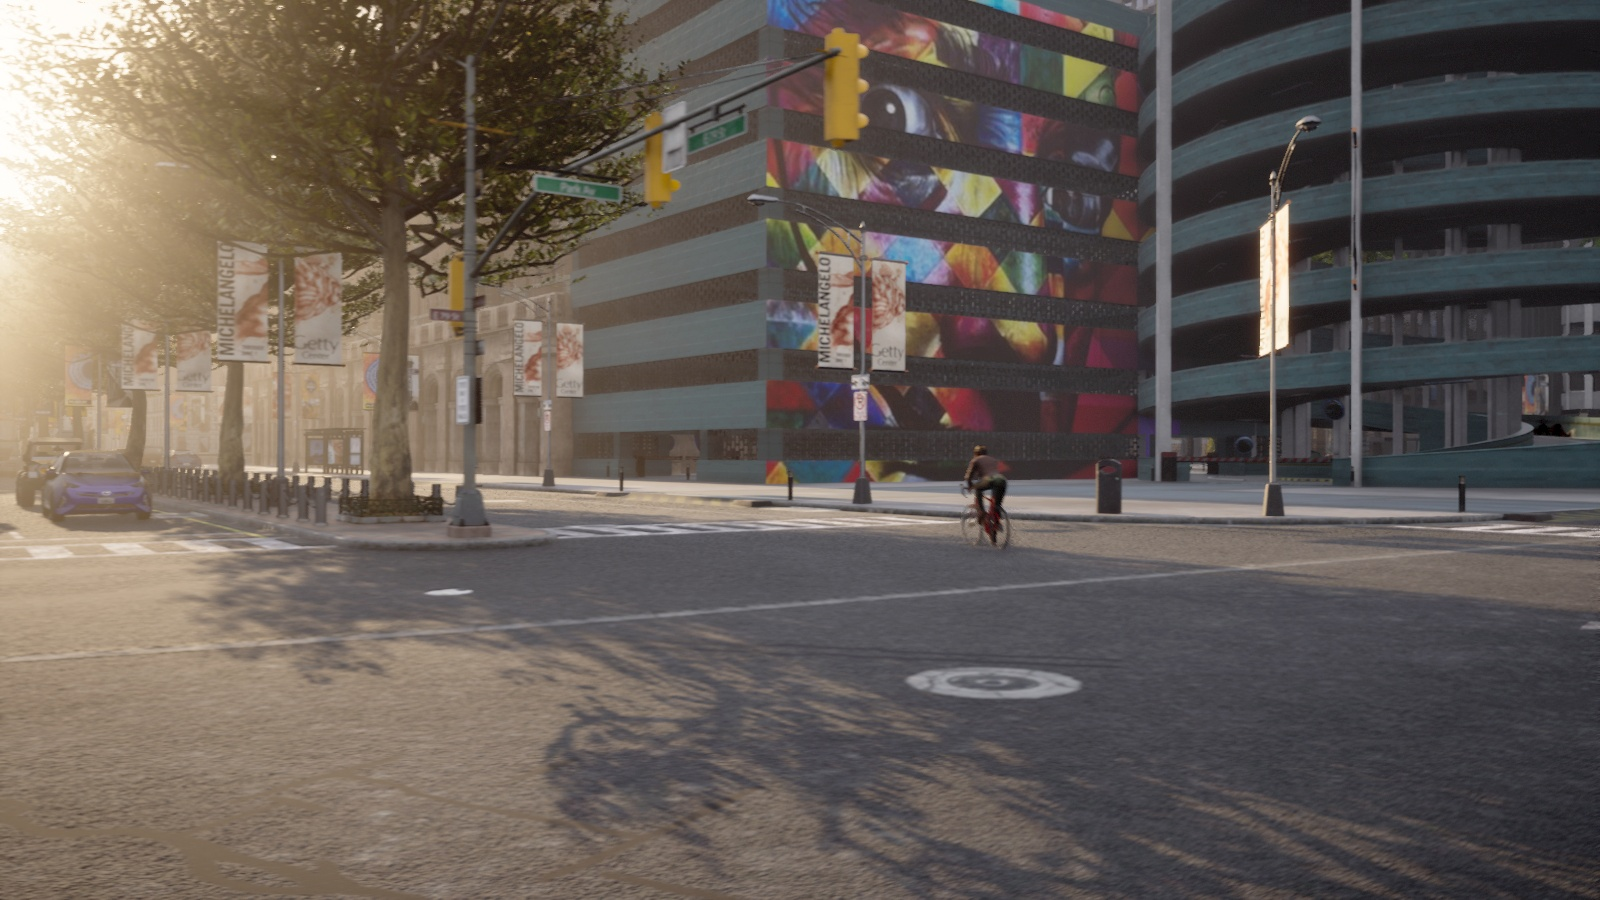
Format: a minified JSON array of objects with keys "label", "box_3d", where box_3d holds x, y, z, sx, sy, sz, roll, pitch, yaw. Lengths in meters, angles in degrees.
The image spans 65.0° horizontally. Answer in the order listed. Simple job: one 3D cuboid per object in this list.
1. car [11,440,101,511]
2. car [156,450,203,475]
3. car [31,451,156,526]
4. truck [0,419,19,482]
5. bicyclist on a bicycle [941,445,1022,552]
[{"label":"car","box_3d":[-20.782,0.670,35.017,1.905,1.878,3.866,0,0,-34]},{"label":"car","box_3d":[-42.485,0.823,85.941,2.152,1.651,5.027,0,0,-35]},{"label":"car","box_3d":[-15.907,0.794,28.149,2.007,1.525,4.514,0,0,-35]},{"label":"truck","box_3d":[-46.563,0.037,71.734,2.891,3.462,7.936,0,0,-35]},{"label":"bicyclist on a bicycle","box_3d":[2.851,0.740,19.871,0.582,1.620,1.656,-1,0,-18]}]
